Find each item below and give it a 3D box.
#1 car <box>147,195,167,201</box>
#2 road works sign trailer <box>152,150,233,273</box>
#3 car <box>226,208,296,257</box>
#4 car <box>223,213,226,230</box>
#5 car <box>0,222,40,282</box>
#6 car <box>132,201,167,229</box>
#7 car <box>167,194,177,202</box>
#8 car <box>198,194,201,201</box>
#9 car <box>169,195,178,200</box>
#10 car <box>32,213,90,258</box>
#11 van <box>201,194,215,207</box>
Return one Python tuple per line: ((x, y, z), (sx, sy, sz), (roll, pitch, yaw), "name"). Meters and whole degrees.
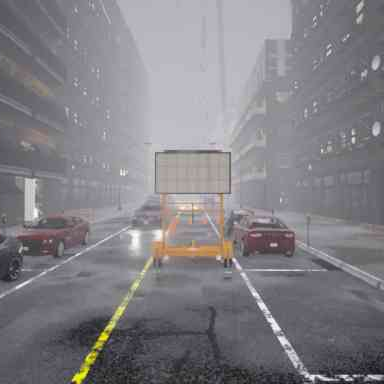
((-5.201, 1.325, 46.796), (2.192, 1.841, 5.009), (1, 0, 0), "car")
((0.028, 0.467, 10.636), (2.380, 3.560, 2.880), (0, 0, 0), "road works sign trailer")
((2.602, 1.548, 12.784), (1.887, 1.381, 4.507), (1, 0, 0), "car")
((2.615, 1.555, 18.455), (2.008, 1.369, 4.403), (1, 0, 0), "car")
((-5.291, 1.568, 7.100), (1.947, 1.339, 4.313), (1, 0, 0), "car")
((-2.702, 1.531, 21.971), (1.812, 1.442, 4.674), (0, 0, 0), "car")
((-5.139, 1.332, 75.151), (2.192, 1.841, 5.009), (1, 0, 0), "car")
((2.766, 1.335, 86.505), (2.192, 1.841, 5.009), (1, 0, 0), "car")
((-5.105, 1.573, 92.163), (2.008, 1.369, 4.403), (1, 0, 0), "car")
((-5.278, 1.548, 12.771), (1.887, 1.381, 4.507), (1, 0, 0), "car")
((2.691, 1.353, 52.480), (1.690, 1.788, 3.998), (1, 0, 0), "van")
